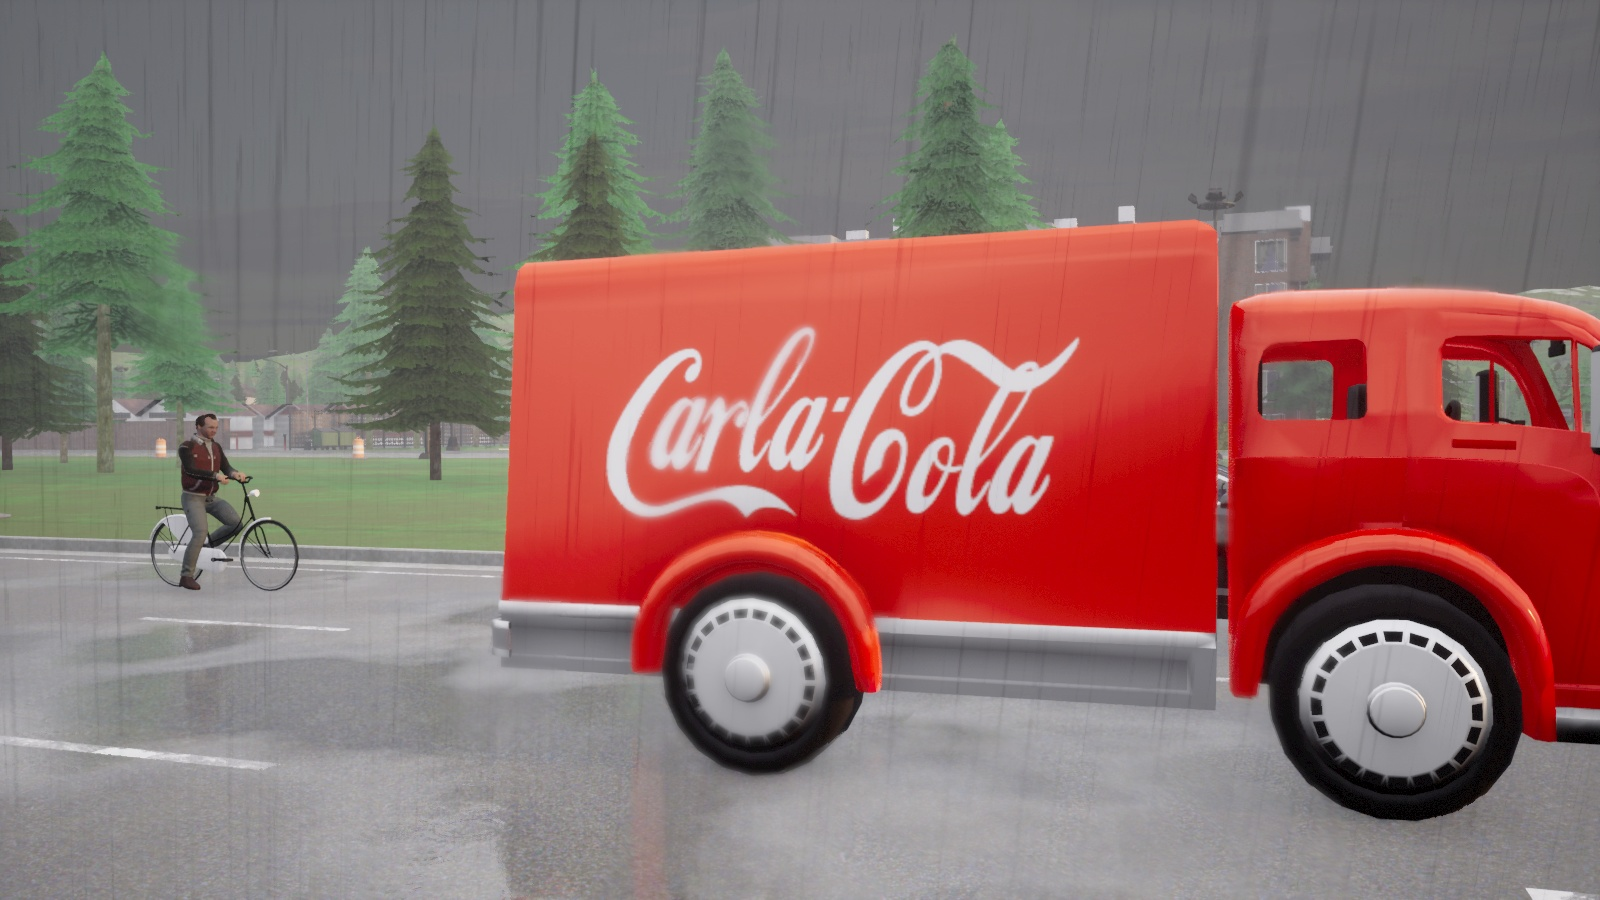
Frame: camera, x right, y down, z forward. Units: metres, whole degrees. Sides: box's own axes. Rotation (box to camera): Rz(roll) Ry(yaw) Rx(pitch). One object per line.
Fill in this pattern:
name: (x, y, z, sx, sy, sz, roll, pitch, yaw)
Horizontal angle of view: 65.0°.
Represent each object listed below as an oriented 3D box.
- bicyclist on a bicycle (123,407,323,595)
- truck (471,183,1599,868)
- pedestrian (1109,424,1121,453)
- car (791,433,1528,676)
bicyclist on a bicycle: (-5.743, 0.475, 12.509, 1.843, 1.776, 0.659, 0, 1, 19)
truck: (1.309, 0.243, 6.437, 5.204, 2.467, 2.627, 0, 1, 19)
pedestrian: (20.152, -0.753, 80.225, 0.706, 1.836, 0.354, 1, 1, 19)
car: (2.596, 0.637, 9.704, 4.902, 1.511, 2.128, 1, 1, 19)
